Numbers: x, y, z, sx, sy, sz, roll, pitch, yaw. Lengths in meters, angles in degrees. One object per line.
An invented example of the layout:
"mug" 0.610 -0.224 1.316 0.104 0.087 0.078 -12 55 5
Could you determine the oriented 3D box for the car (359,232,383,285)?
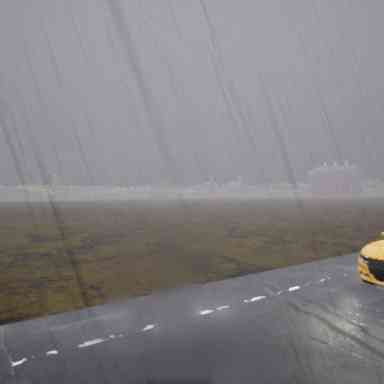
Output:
"car" 6.177 1.464 8.413 5.008 1.535 1.882 0 0 -36
